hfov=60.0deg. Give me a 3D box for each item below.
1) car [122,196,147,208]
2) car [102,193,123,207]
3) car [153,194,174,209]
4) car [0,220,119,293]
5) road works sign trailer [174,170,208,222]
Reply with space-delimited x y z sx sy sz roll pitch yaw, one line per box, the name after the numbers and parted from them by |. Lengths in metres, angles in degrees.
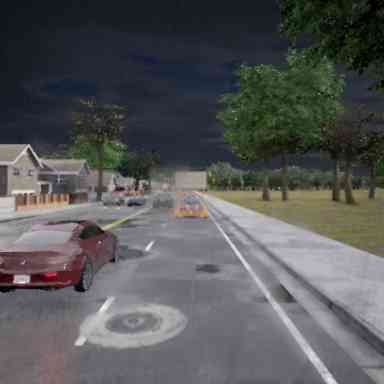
-6.705 1.141 40.958 2.033 1.411 5.357 0 1 0 | car
-9.949 0.931 42.589 2.097 1.767 4.553 0 1 0 | car
-3.255 0.966 38.832 2.097 1.767 4.553 0 1 0 | car
-3.174 1.437 8.505 1.812 1.442 4.674 0 1 0 | car
-0.066 0.218 24.006 2.380 3.560 2.880 0 1 0 | road works sign trailer
